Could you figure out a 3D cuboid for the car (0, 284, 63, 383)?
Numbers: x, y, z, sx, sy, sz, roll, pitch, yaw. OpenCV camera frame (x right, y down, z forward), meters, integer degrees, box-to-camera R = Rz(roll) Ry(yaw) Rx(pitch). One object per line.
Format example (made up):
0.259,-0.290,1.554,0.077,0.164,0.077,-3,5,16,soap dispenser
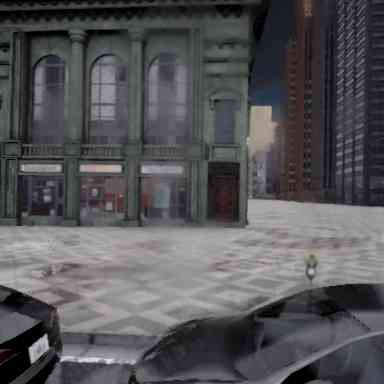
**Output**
-3.608,1.598,3.511,4.313,1.339,1.947,0,0,5,car

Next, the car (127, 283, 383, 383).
1.579,1.626,3.097,4.313,1.339,1.947,0,0,5,car
